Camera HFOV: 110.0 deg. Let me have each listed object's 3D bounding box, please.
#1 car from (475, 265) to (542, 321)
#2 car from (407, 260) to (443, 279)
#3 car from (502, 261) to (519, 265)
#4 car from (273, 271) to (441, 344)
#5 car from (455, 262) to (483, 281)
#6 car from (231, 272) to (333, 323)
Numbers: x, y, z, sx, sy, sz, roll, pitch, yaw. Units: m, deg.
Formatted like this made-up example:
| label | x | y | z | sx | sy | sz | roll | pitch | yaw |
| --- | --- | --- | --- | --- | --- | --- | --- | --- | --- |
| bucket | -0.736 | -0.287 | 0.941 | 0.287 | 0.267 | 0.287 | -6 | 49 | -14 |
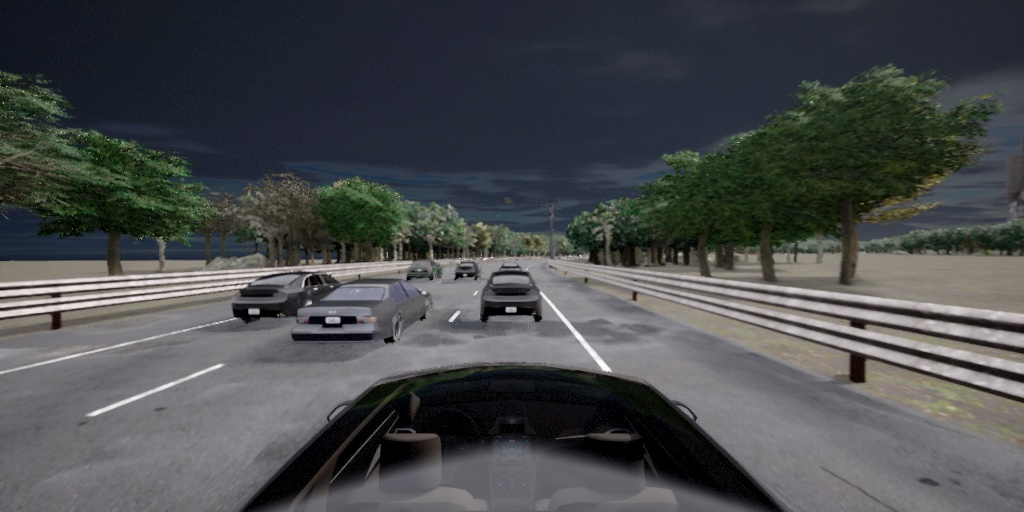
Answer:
| label | x | y | z | sx | sy | sz | roll | pitch | yaw |
| --- | --- | --- | --- | --- | --- | --- | --- | --- | --- |
| car | -0.038 | 1.238 | 12.363 | 1.837 | 1.490 | 4.892 | 0 | 0 | 0 |
| car | -7.109 | 1.084 | 29.680 | 2.097 | 1.767 | 4.553 | 0 | 0 | 0 |
| car | -0.112 | 1.195 | 29.944 | 2.128 | 1.511 | 4.902 | 0 | 0 | 0 |
| car | -3.519 | 1.299 | 9.529 | 2.033 | 1.411 | 5.357 | 0 | 0 | 0 |
| car | -3.611 | 1.222 | 30.081 | 1.837 | 1.490 | 4.892 | 0 | 0 | 0 |
| car | -7.035 | 1.266 | 12.178 | 1.837 | 1.490 | 4.892 | 0 | 0 | 0 |
